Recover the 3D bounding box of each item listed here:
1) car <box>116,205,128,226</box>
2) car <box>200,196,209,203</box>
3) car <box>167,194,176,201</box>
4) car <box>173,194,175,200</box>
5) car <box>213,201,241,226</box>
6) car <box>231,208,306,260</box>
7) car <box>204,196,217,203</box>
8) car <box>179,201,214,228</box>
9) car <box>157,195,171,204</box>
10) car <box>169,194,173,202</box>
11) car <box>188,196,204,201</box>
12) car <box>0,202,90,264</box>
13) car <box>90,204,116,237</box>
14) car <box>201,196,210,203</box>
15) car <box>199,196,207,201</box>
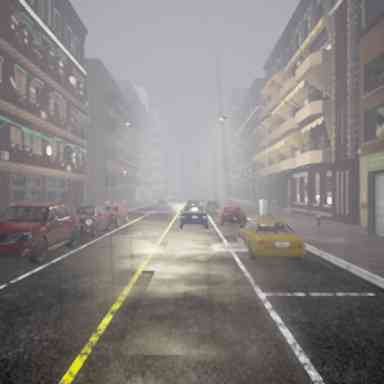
[{"bbox_3d":[-5.665,1.557,23.334,1.887,1.381,4.507,0,0,0],"label":"car"},{"bbox_3d":[2.768,1.598,74.046,1.947,1.339,4.313,0,0,0],"label":"car"},{"bbox_3d":[-5.594,1.353,90.968,2.192,1.841,5.009,0,0,0],"label":"car"},{"bbox_3d":[-5.607,1.579,79.695,1.887,1.381,4.507,0,0,0],"label":"car"},{"bbox_3d":[2.715,1.557,23.320,1.887,1.381,4.507,0,0,0],"label":"car"},{"bbox_3d":[2.704,1.532,12.218,1.752,1.417,4.829,0,0,0],"label":"car"},{"bbox_3d":[2.739,1.573,45.865,2.008,1.369,4.403,0,0,0],"label":"car"},{"bbox_3d":[0.124,1.559,22.302,2.033,1.411,5.357,0,0,0],"label":"car"},{"bbox_3d":[-5.624,1.579,62.786,2.008,1.369,4.403,0,0,0],"label":"car"},{"bbox_3d":[-5.619,1.581,68.423,2.008,1.369,4.403,0,0,0],"label":"car"},{"bbox_3d":[0.143,1.568,41.860,2.033,1.411,5.357,0,0,0],"label":"car"},{"bbox_3d":[-5.675,1.321,12.061,2.192,1.841,5.009,0,0,0],"label":"car"},{"bbox_3d":[-5.671,1.449,17.696,1.967,1.590,4.097,0,0,0],"label":"car"},{"bbox_3d":[2.763,1.556,68.580,1.752,1.417,4.829,0,0,0],"label":"car"},{"bbox_3d":[2.780,1.618,85.319,1.802,1.307,4.206,0,0,0],"label":"car"}]
